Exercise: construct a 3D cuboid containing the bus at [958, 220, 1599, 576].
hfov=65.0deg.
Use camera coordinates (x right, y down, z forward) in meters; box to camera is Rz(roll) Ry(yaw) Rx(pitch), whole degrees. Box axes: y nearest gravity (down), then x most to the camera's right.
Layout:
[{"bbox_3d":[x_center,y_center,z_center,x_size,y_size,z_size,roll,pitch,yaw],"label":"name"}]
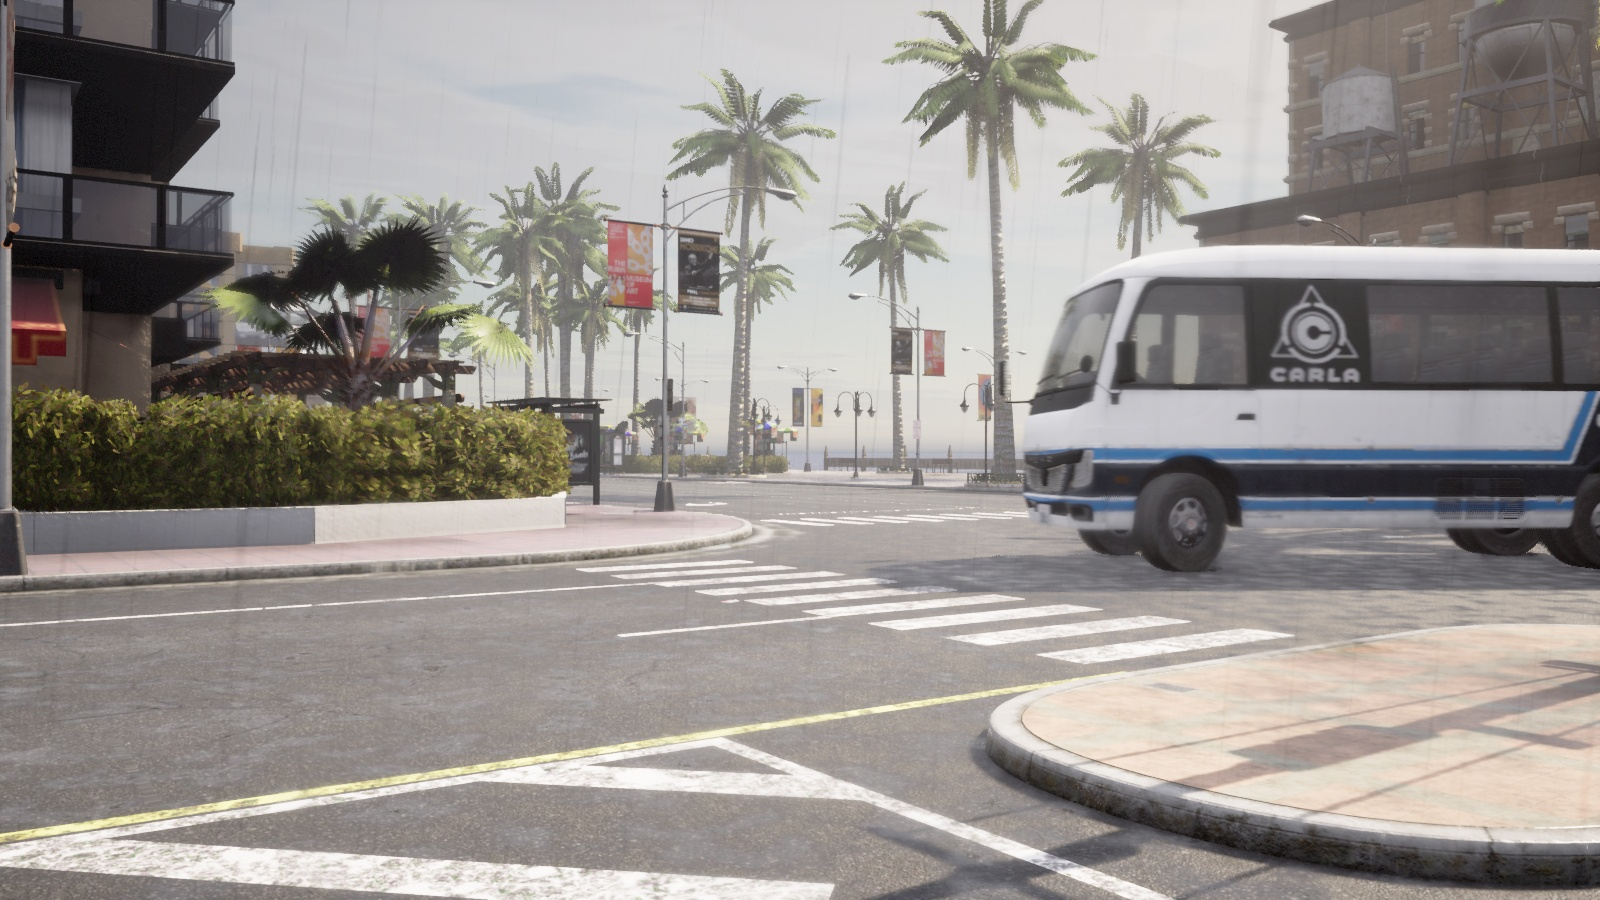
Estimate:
[{"bbox_3d":[7.640,-0.606,17.283,10.273,4.253,3.944,0,-1,-4],"label":"bus"}]
